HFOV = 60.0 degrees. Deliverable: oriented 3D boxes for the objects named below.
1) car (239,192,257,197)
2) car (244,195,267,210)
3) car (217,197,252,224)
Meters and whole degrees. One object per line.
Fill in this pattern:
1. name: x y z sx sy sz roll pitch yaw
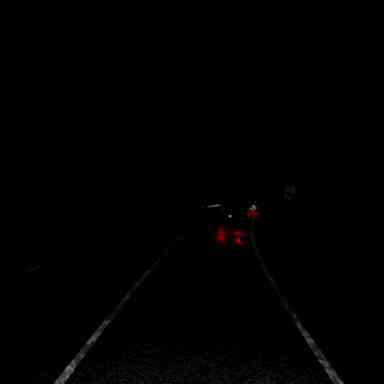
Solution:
1. car: 8.673 1.085 51.214 2.150 2.045 5.566 3 0 26
2. car: 8.055 1.433 41.030 1.837 1.490 4.892 2 1 21
3. car: 3.009 1.384 24.236 2.128 1.511 4.902 1 0 12
